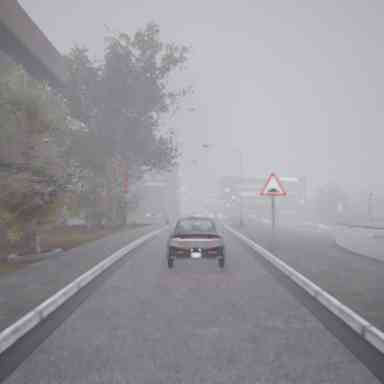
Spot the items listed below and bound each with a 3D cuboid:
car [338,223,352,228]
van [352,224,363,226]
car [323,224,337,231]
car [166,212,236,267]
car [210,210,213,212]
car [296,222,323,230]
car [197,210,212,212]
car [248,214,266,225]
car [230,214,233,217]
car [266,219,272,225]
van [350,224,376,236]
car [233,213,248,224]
[{"bbox_3d":[28.480,7.266,66.679,1.946,1.575,5.366,8,-6,-29],"label":"car"},{"bbox_3d":[31.623,7.338,66.923,1.878,1.987,4.442,8,-6,-29],"label":"van"},{"bbox_3d":[25.599,6.997,66.032,2.002,1.452,4.674,8,-6,-29],"label":"car"},{"bbox_3d":[0.138,1.665,11.987,2.128,1.511,4.902,0,-2,0],"label":"car"},{"bbox_3d":[1.974,4.416,61.873,2.435,2.045,5.566,3,-5,-30],"label":"car"},{"bbox_3d":[22.628,6.691,65.527,2.002,1.452,4.674,8,-6,-29],"label":"car"},{"bbox_3d":[0.546,2.507,28.551,1.812,1.442,4.674,0,-4,2],"label":"car"},{"bbox_3d":[10.824,5.180,63.498,2.435,2.045,5.566,8,-6,-30],"label":"car"},{"bbox_3d":[4.854,4.728,62.453,2.185,1.767,4.553,5,-6,-31],"label":"car"},{"bbox_3d":[13.657,5.740,64.179,1.946,1.575,5.366,8,-6,-30],"label":"car"},{"bbox_3d":[34.596,7.643,67.411,1.878,1.987,4.442,8,-6,-29],"label":"van"},{"bbox_3d":[7.827,4.994,62.944,2.185,1.767,4.553,7,-6,-30],"label":"car"}]
